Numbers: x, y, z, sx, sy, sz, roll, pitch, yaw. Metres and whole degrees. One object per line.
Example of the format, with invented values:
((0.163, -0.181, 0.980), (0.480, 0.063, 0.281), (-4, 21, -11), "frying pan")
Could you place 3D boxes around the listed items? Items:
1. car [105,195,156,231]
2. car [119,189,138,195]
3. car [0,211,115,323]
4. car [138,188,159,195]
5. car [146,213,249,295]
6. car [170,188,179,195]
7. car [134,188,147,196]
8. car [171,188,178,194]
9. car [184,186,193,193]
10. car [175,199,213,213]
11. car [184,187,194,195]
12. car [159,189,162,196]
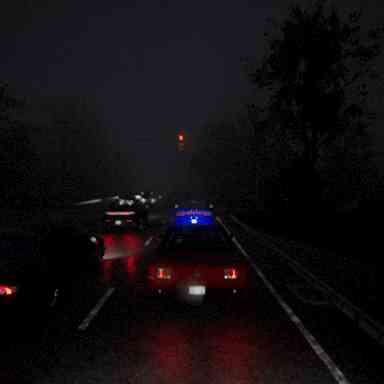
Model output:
((-3.402, 1.139, 17.770), (2.128, 1.511, 4.902), (0, 1, 0), "car")
((-10.661, 0.458, 54.483), (1.895, 1.301, 4.718), (0, 1, 0), "car")
((-3.401, 1.420, 7.300), (2.033, 1.411, 5.357), (0, 1, 0), "car")
((-7.167, 0.197, 55.058), (2.097, 1.767, 4.553), (0, 1, 0), "car")
((0.100, 1.453, 8.258), (1.895, 1.301, 4.718), (0, 1, 0), "car")
((-4.048, -0.069, 75.652), (2.033, 1.411, 5.357), (0, 1, -2), "car")
((-10.883, 0.032, 70.774), (2.128, 1.511, 4.902), (0, 1, -1), "car")
((-4.550, -0.390, 86.104), (1.812, 1.442, 4.674), (0, 1, -3), "car")
((-1.054, -0.564, 86.270), (2.097, 1.767, 4.553), (0, 1, -3), "car")
((0.098, 1.128, 17.619), (1.882, 1.535, 5.008), (0, 1, 0), "car")
((-0.564, -0.131, 76.161), (1.882, 1.535, 5.008), (0, 1, -2), "car")
((-7.398, 0.035, 71.308), (2.033, 1.411, 5.357), (0, 1, -1), "car")
